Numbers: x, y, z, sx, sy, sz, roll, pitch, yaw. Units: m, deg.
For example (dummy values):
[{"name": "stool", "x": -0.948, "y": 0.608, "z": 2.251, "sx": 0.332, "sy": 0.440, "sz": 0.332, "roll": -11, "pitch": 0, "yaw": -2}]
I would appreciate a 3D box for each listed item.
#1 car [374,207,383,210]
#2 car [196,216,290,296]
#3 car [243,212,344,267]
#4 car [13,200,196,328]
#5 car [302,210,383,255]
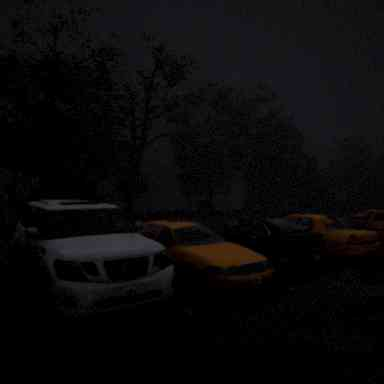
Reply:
[{"name": "car", "x": 8.715, "y": 1.480, "z": 15.853, "sx": 1.946, "sy": 1.575, "sz": 5.366, "roll": 0, "pitch": 0, "yaw": -35}, {"name": "car", "x": -0.222, "y": 1.475, "z": 9.051, "sx": 1.946, "sy": 1.575, "sz": 5.366, "roll": 0, "pitch": 0, "yaw": -35}, {"name": "car", "x": 1.938, "y": 1.479, "z": 10.805, "sx": 2.231, "sy": 1.521, "sz": 4.892, "roll": 0, "pitch": 0, "yaw": -35}, {"name": "car", "x": -2.576, "y": 1.226, "z": 7.571, "sx": 2.435, "sy": 2.045, "sz": 5.566, "roll": 0, "pitch": 0, "yaw": -35}, {"name": "car", "x": 4.090, "y": 1.476, "z": 12.568, "sx": 1.946, "sy": 1.575, "sz": 5.366, "roll": 0, "pitch": 0, "yaw": -35}]
